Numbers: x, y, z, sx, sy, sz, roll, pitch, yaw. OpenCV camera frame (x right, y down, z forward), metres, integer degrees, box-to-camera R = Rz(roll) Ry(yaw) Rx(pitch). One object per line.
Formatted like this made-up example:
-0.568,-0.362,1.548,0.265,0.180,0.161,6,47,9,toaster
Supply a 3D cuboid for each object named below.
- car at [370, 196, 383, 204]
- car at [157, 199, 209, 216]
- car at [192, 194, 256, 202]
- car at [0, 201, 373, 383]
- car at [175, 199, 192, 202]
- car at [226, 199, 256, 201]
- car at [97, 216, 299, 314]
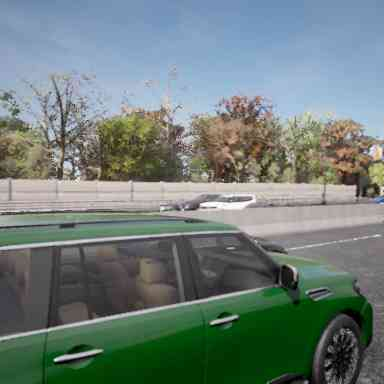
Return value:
32.471,1.507,57.141,5.008,1.535,1.882,0,0,-35,car
-0.864,1.494,33.467,4.902,1.511,2.128,0,0,-35,car
3.118,1.223,27.711,5.566,2.045,2.150,0,0,-35,car
-0.424,1.221,3.430,5.566,2.045,2.150,0,0,-35,car
1.442,1.224,30.813,5.566,2.045,2.150,0,0,-35,car
4.981,1.507,24.740,4.892,1.490,1.837,0,0,-35,car
0.350,1.504,8.294,4.892,1.490,1.837,0,0,-36,car
